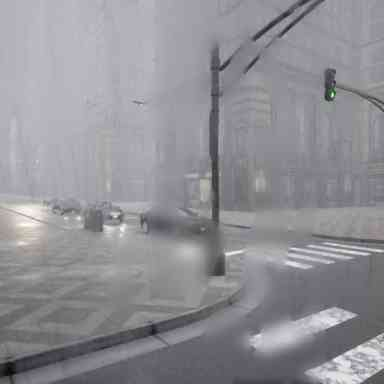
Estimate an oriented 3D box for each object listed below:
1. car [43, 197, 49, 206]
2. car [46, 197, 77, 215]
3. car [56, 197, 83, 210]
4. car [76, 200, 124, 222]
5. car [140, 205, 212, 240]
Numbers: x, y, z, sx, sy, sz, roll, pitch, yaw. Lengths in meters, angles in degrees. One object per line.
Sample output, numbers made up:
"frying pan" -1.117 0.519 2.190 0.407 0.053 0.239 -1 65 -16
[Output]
"car" -22.005 1.446 52.096 1.812 1.442 4.674 0 0 -35
"car" -12.981 1.518 34.109 2.033 1.411 5.357 0 0 -35
"car" -16.367 1.489 44.280 2.033 1.411 5.357 0 0 -35
"car" -6.836 1.480 25.476 2.128 1.511 4.902 0 0 -35
"car" -0.924 1.470 17.187 1.882 1.535 5.008 0 0 -36
